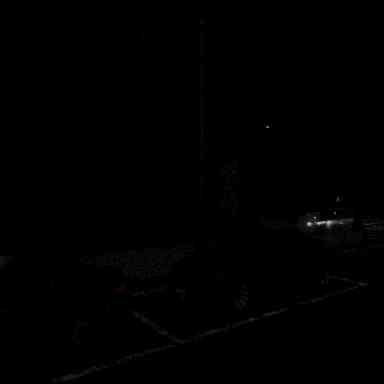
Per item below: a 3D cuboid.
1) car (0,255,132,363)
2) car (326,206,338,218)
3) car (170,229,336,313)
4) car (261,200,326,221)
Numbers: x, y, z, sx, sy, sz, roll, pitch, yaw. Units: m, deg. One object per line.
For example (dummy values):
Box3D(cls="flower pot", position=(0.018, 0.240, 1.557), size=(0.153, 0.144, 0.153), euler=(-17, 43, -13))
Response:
Box3D(cls="car", position=(-2.878, 1.582, 4.482), size=(4.206, 1.307, 1.802), euler=(0, 0, -35))
Box3D(cls="car", position=(10.266, 1.481, 29.131), size=(1.837, 1.490, 4.892), euler=(0, 0, -36))
Box3D(cls="car", position=(1.560, 1.566, 7.648), size=(4.313, 1.339, 1.947), euler=(0, 0, -35))
Box3D(cls="car", position=(7.684, 1.532, 27.153), size=(2.033, 1.411, 5.357), euler=(0, 0, -36))
